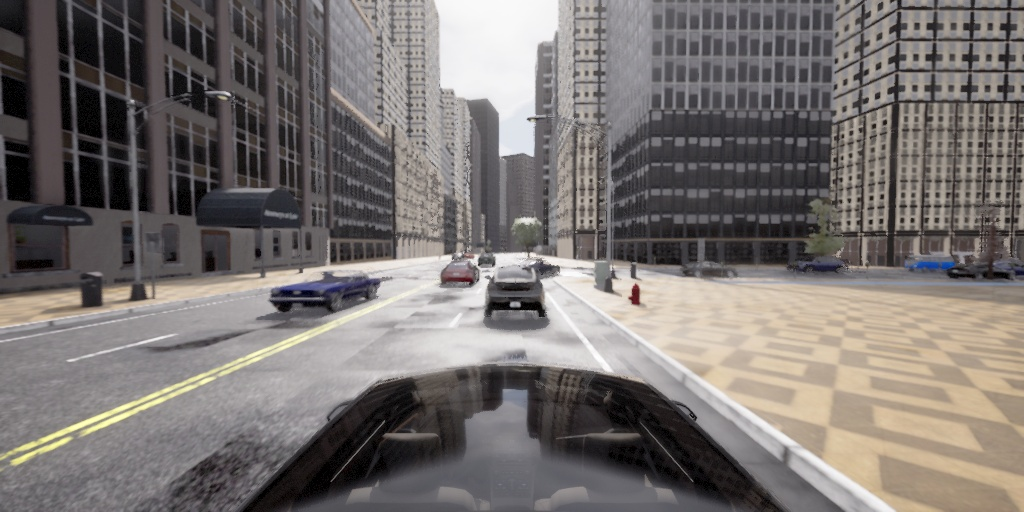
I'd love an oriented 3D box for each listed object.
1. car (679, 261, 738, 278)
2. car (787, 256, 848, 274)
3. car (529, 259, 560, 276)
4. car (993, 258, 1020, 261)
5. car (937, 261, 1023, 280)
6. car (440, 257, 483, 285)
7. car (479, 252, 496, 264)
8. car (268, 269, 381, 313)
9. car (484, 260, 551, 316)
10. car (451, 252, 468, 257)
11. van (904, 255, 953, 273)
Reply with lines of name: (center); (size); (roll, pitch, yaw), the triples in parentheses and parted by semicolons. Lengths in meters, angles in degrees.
car: (15.918, 1.096, 29.092); (4.403, 1.370, 2.007); (0, 0, -1)
car: (29.687, 0.820, 35.131); (4.553, 1.767, 2.097); (1, 2, -1)
car: (2.030, 0.960, 29.315); (2.033, 1.411, 5.357); (1, 2, 33)
car: (44.056, 1.217, 32.198); (4.674, 1.442, 1.812); (1, 2, 0)
car: (38.482, 1.298, 29.500); (4.313, 1.339, 1.948); (0, 0, -1)
car: (-3.148, 0.975, 22.294); (1.994, 1.385, 4.181); (0, 1, 0)
car: (-3.146, 0.368, 45.688); (2.097, 1.767, 4.553); (0, 1, 0)
car: (-6.573, 1.167, 13.179); (1.895, 1.301, 4.718); (0, 1, 0)
car: (0.093, 1.075, 12.420); (1.837, 1.490, 4.892); (0, 1, 0)
car: (-9.759, 0.203, 64.715); (2.128, 1.511, 4.902); (0, 1, 1)
van: (44.029, 0.842, 37.947); (3.998, 1.789, 1.690); (0, 0, -1)
